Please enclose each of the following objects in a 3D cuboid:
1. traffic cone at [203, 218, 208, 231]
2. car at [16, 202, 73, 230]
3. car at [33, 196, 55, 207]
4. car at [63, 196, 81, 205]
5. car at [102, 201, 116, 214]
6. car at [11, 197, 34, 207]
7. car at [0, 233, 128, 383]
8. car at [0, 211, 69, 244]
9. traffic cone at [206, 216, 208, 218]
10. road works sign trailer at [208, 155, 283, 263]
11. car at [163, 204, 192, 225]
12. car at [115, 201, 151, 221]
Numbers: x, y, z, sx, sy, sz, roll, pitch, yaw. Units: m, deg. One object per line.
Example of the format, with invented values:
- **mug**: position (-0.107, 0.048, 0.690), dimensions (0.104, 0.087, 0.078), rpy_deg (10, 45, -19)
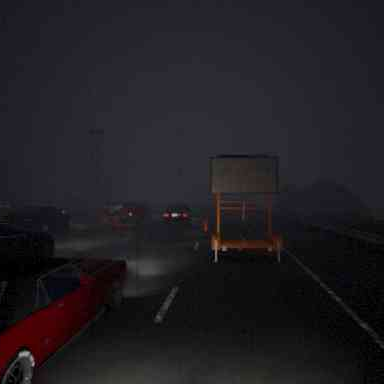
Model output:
- **traffic cone**: position (0.797, 1.959, 19.116), dimensions (0.340, 0.580, 0.340), rpy_deg (0, 0, 3)
- **car**: position (-8.286, 1.482, 18.303), dimensions (1.882, 1.535, 5.008), rpy_deg (0, 0, 3)
- **car**: position (-24.044, 1.491, 54.174), dimensions (1.882, 1.535, 5.008), rpy_deg (0, 0, -8)
- **car**: position (-21.245, 1.505, 58.896), dimensions (2.128, 1.511, 4.902), rpy_deg (0, 0, -9)
- **car**: position (-8.090, 1.608, 35.289), dimensions (1.895, 1.301, 4.718), rpy_deg (0, 0, -3)
- **car**: position (-27.600, 1.518, 54.344), dimensions (1.837, 1.490, 4.892), rpy_deg (0, 0, -9)
- **car**: position (-2.488, 1.602, 4.840), dimensions (1.895, 1.301, 4.718), rpy_deg (0, 0, 7)
- **car**: position (-5.544, 1.494, 8.848), dimensions (2.128, 1.511, 4.902), rpy_deg (0, 0, 6)
- **traffic cone**: position (0.917, 1.959, 21.112), dimensions (0.340, 0.580, 0.340), rpy_deg (0, 0, 3)
- **road works sign trailer**: position (1.862, 0.466, 12.039), dimensions (2.380, 3.560, 2.880), rpy_deg (0, 0, 3)
- **car**: position (-1.015, 1.552, 24.145), dimensions (2.033, 1.411, 5.357), rpy_deg (0, 0, 1)
- **car**: position (-4.496, 1.483, 26.998), dimensions (1.882, 1.535, 5.008), rpy_deg (0, 0, 1)
